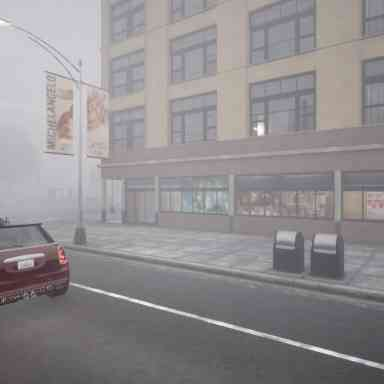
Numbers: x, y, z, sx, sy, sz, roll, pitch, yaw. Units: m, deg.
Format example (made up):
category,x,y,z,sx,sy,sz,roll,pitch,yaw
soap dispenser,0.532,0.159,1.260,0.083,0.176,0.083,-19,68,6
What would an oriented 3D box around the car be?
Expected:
category,x,y,z,sx,sy,sz,roll,pitch,yaw
car,-4.784,1.352,7.386,4.553,1.767,2.097,0,0,36
